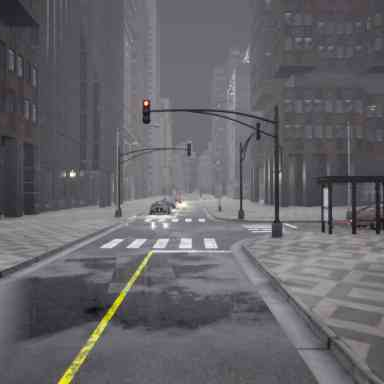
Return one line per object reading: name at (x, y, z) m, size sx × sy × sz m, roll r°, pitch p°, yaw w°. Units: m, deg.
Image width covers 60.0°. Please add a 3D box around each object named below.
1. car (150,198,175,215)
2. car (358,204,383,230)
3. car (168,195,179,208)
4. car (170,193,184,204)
car at (-3.162, 1.572, 34.144) m, size 1.994 × 1.385 × 4.181 m, roll 0°, pitch 0°, yaw 0°
car at (11.470, 1.430, 19.142) m, size 4.674 × 1.442 × 1.812 m, roll 0°, pitch -1°, yaw 0°
car at (-3.181, 1.488, 44.883) m, size 1.882 × 1.535 × 5.008 m, roll 0°, pitch 0°, yaw 0°
car at (-3.173, 1.238, 62.478) m, size 2.150 × 2.045 × 5.566 m, roll 0°, pitch 0°, yaw 0°
